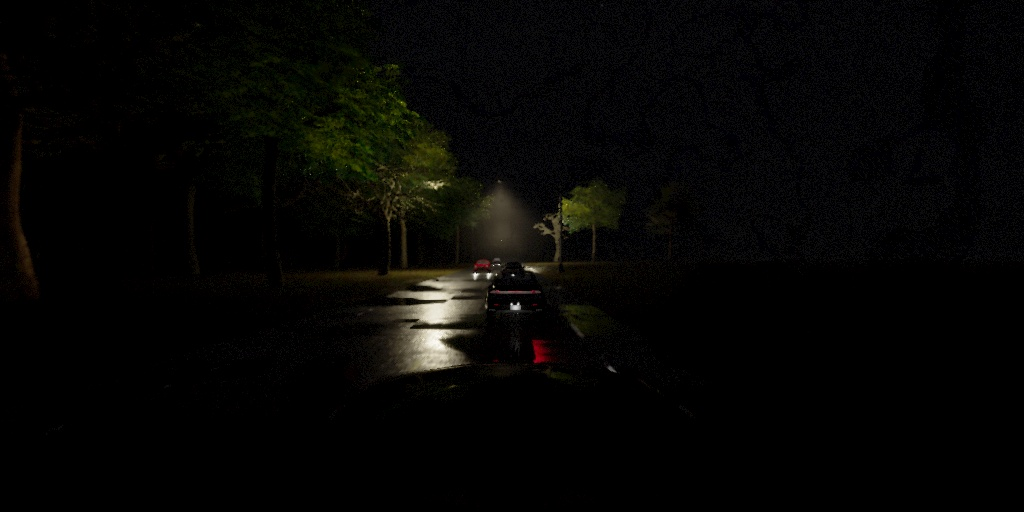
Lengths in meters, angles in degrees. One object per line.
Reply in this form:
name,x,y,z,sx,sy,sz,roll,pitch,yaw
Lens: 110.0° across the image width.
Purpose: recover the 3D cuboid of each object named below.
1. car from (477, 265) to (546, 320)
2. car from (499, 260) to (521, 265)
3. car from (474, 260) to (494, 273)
car,0.102,1.246,12.569,2.128,1.511,4.902,0,0,0
car,0.102,1.257,30.913,1.837,1.490,4.892,0,0,0
car,-3.582,1.214,44.371,1.882,1.535,5.008,0,0,0
